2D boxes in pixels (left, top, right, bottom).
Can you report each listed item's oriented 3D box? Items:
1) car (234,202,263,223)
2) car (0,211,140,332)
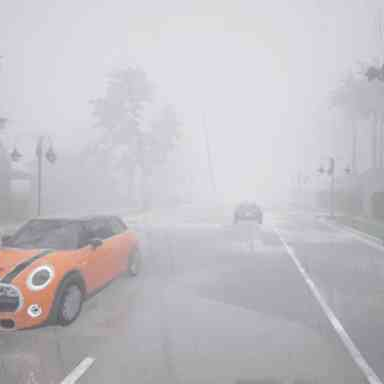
[{"bbox_3d":[4.082,1.435,24.185,1.994,1.385,4.181,1,0,10],"label":"car"},{"bbox_3d":[-2.721,1.271,7.022,2.097,1.767,4.553,1,0,10],"label":"car"}]
